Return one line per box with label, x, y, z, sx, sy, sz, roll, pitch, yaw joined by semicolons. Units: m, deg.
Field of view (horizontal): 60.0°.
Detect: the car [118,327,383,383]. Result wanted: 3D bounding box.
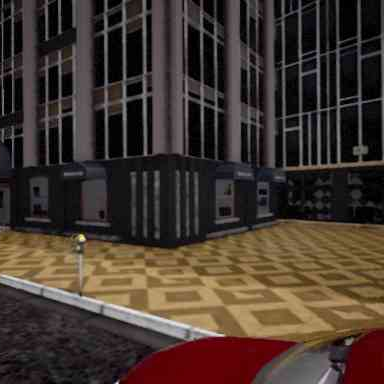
car;1.263;1.582;1.973;4.206;1.307;1.802;-1;0;35
